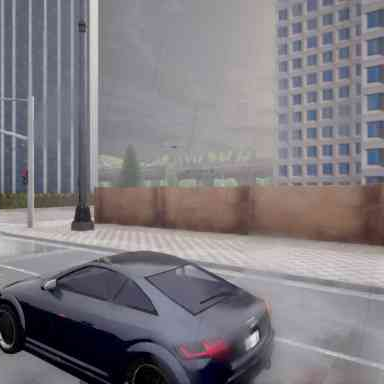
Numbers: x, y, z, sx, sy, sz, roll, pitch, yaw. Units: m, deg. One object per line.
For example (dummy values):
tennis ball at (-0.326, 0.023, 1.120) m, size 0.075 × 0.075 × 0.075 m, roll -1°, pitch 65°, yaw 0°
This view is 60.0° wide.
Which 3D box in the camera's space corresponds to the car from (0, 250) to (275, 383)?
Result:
car at (-1.000, 1.564, 4.717) m, size 4.181 × 1.385 × 1.994 m, roll 0°, pitch 0°, yaw 35°
